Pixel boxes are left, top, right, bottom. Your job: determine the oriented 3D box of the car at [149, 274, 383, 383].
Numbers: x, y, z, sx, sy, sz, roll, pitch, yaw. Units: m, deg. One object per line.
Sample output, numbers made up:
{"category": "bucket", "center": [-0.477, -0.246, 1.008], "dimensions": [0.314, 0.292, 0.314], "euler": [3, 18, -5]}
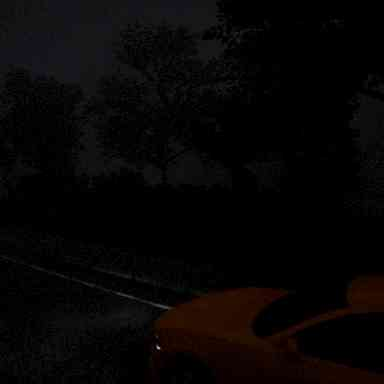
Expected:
{"category": "car", "center": [1.838, 1.486, 2.816], "dimensions": [5.008, 1.535, 1.882], "euler": [0, 0, 36]}
